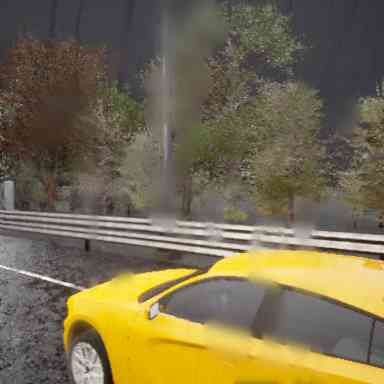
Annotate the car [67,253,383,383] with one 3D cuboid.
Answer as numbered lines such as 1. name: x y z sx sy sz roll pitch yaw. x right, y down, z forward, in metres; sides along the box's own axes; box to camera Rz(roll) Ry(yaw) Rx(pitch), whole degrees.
1. car: 0.769 1.310 3.129 5.008 1.535 1.882 0 0 38
